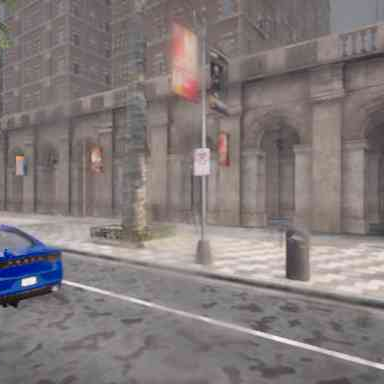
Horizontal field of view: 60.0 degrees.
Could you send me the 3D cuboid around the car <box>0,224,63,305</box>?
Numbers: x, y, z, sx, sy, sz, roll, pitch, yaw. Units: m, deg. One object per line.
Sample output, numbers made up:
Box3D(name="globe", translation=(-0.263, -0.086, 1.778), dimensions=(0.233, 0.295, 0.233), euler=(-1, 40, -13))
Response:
Box3D(name="car", translation=(-4.969, 1.463, 7.515), dimensions=(5.008, 1.535, 1.882), euler=(0, 0, 36))
